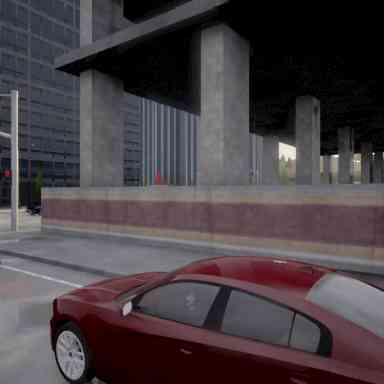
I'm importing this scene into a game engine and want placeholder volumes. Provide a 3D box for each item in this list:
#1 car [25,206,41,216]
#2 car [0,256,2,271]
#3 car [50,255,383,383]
[{"bbox_3d":[-14.129,1.656,33.535,1.895,1.301,4.718,0,0,36],"label":"car"},{"bbox_3d":[-6.923,1.564,8.871,4.181,1.385,1.994,0,0,36],"label":"car"},{"bbox_3d":[0.425,1.478,3.686,5.008,1.535,1.882,0,0,35],"label":"car"}]
